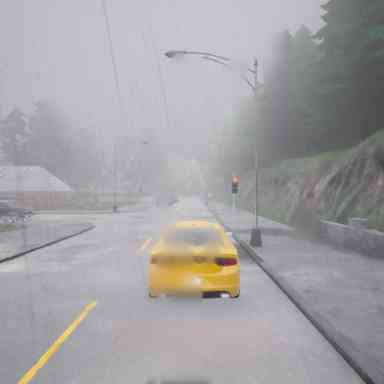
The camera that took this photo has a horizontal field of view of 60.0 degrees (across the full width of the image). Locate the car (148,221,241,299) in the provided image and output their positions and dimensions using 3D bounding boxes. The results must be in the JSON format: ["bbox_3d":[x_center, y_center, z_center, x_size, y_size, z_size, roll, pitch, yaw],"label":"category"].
[{"bbox_3d":[0.059,1.478,8.532,1.882,1.535,5.008,0,0,1],"label":"car"}]

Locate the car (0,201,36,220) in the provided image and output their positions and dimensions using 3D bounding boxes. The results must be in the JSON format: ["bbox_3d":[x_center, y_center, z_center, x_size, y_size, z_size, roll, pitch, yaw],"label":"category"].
[{"bbox_3d":[-15.582,1.505,27.679,4.892,1.490,1.837,0,0,0],"label":"car"}]

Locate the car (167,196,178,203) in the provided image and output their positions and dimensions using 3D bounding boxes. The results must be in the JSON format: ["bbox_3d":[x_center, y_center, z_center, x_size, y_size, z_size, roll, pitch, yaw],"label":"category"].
[{"bbox_3d":[-3.956,1.564,68.827,1.994,1.385,4.181,0,0,0],"label":"car"}]

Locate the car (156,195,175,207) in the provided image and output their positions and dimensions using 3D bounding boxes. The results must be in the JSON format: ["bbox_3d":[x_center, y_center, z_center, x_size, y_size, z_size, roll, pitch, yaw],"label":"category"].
[{"bbox_3d":[-4.060,1.352,49.499,2.097,1.767,4.553,0,0,0],"label":"car"}]

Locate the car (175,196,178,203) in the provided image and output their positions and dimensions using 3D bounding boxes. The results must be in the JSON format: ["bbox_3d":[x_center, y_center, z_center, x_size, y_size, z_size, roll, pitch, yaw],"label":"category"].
[{"bbox_3d":[-4.035,1.564,58.817,1.994,1.385,4.181,0,0,0],"label":"car"}]
